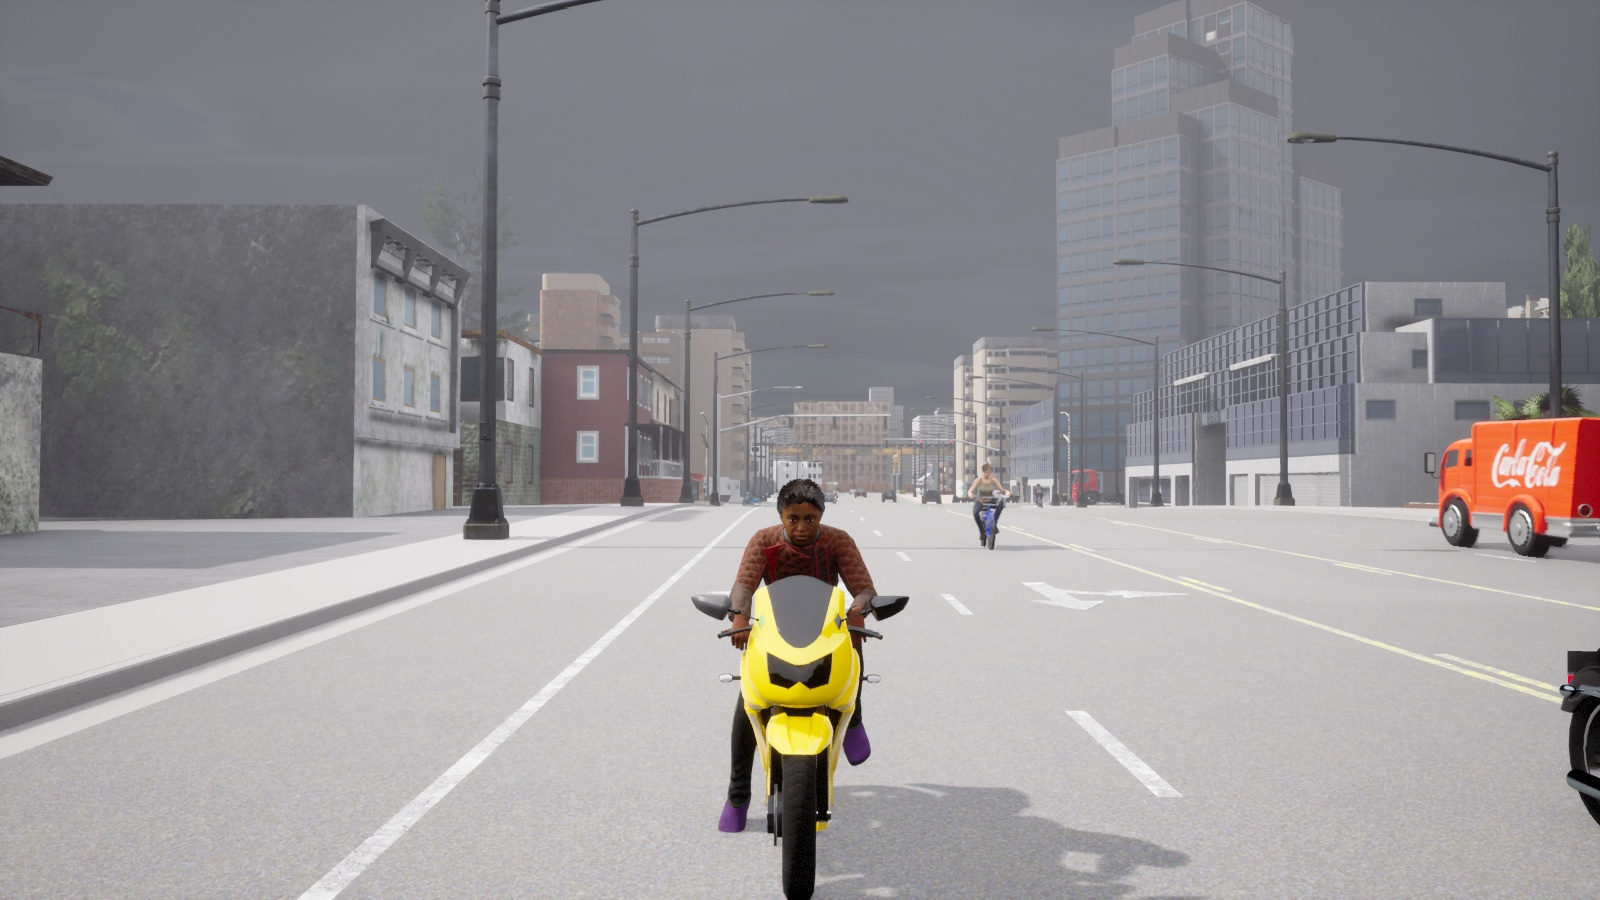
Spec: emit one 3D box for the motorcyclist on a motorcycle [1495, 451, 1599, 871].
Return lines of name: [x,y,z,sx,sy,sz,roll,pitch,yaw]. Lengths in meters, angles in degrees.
motorcyclist on a motorcycle: [3.517,0.821,4.476,0.766,1.649,2.350,0,-1,0]

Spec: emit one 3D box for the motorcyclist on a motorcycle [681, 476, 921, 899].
motorcyclist on a motorcycle: [0.010,0.876,5.219,0.797,1.523,2.044,0,-1,0]

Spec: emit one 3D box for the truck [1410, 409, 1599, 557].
truck: [14.045,0.571,23.594,2.627,2.467,5.204,0,-1,0]

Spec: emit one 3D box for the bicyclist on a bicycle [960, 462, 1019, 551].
bicyclist on a bicycle: [3.545,1.032,23.622,0.866,1.612,1.509,0,-1,0]
